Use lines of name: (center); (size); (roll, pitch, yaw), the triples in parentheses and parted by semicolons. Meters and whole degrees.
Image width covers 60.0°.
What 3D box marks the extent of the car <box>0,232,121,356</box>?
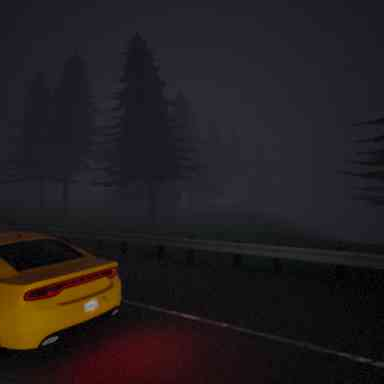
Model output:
car: (-3.545, 1.465, 5.904); (5.008, 1.535, 1.882); (-1, 0, 30)
